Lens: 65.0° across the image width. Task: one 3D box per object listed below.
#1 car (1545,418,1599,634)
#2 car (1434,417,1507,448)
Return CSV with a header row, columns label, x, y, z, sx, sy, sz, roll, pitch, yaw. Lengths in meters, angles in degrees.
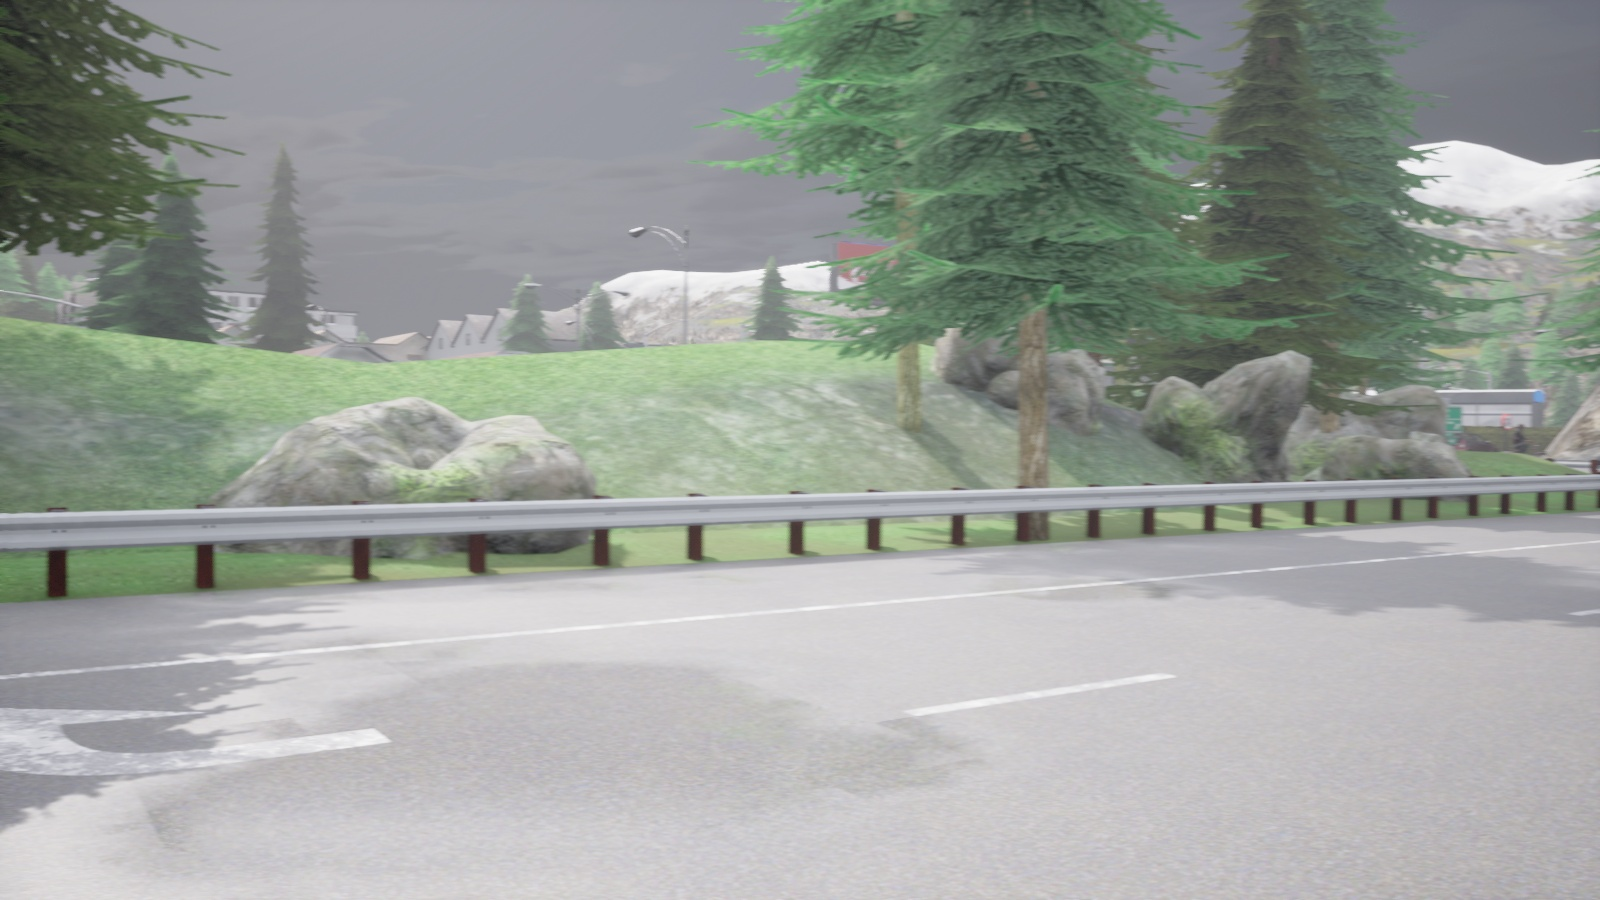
label,x,y,z,sx,sy,sz,roll,pitch,yaw
car,8.033,0.494,9.568,4.902,1.511,2.128,-1,1,-34
car,36.803,-0.961,68.913,3.988,1.617,1.851,-1,1,-33
